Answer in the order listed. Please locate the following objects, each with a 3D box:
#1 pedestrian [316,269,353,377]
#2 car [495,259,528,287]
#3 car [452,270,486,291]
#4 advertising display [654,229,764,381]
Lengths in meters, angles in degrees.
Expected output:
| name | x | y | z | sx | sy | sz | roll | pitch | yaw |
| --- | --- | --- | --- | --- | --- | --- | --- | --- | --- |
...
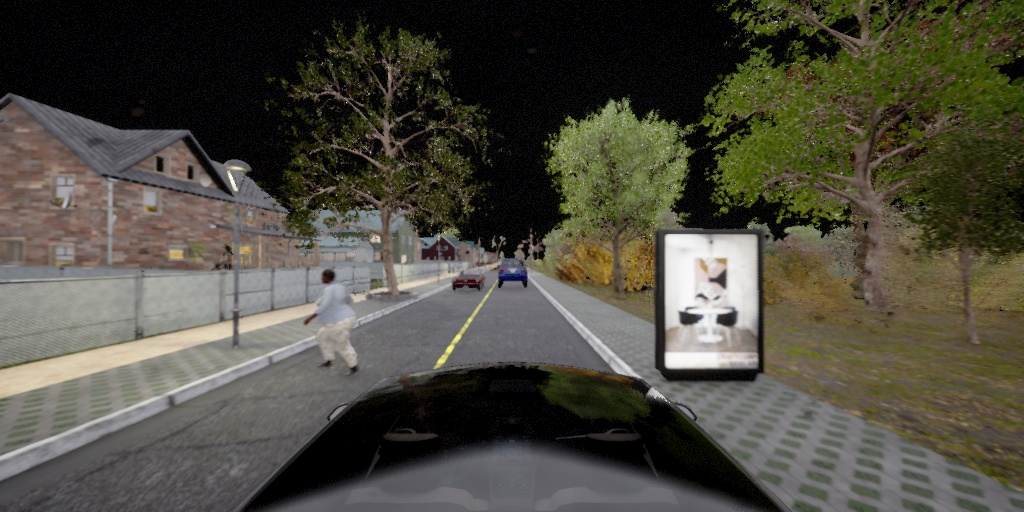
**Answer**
| name | x | y | z | sx | sy | sz | roll | pitch | yaw |
| --- | --- | --- | --- | --- | --- | --- | --- | --- | --- |
| pedestrian | -3.032 | 1.099 | 6.146 | 0.375 | 1.860 | 0.375 | 0 | -1 | -6 |
| car | 0.063 | 1.281 | 27.900 | 2.150 | 2.045 | 5.566 | 0 | -2 | 0 |
| car | -2.874 | 1.625 | 24.391 | 1.895 | 1.301 | 4.718 | 0 | -1 | 0 |
| advertising display | 3.007 | 0.821 | 5.503 | 1.540 | 2.440 | 0.280 | 0 | 0 | 0 |
